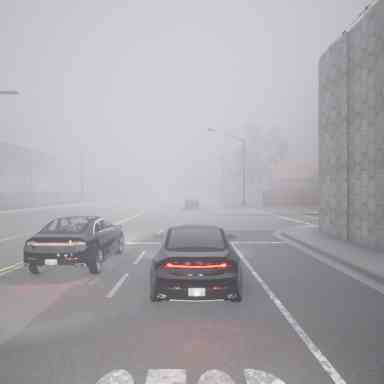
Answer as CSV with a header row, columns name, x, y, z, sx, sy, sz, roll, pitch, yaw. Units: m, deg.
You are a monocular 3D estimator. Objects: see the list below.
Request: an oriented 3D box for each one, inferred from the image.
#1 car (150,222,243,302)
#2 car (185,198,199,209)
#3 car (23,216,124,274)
name,x,y,z,sx,sy,sz,roll,pitch,yaw
car,0.078,1.505,8.241,1.837,1.490,4.892,0,0,0
car,-0.026,1.491,44.224,2.128,1.511,4.902,0,0,0
car,-3.430,1.492,10.509,2.128,1.511,4.902,0,0,0
